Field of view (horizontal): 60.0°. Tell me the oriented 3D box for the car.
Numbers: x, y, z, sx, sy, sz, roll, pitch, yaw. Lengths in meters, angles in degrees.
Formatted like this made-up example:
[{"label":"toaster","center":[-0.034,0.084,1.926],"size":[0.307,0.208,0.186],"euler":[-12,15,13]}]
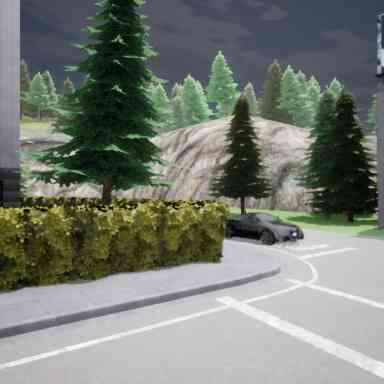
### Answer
[{"label":"car","center":[3.399,1.739,16.603],"size":[1.994,1.385,4.181],"euler":[0,0,-39]}]
